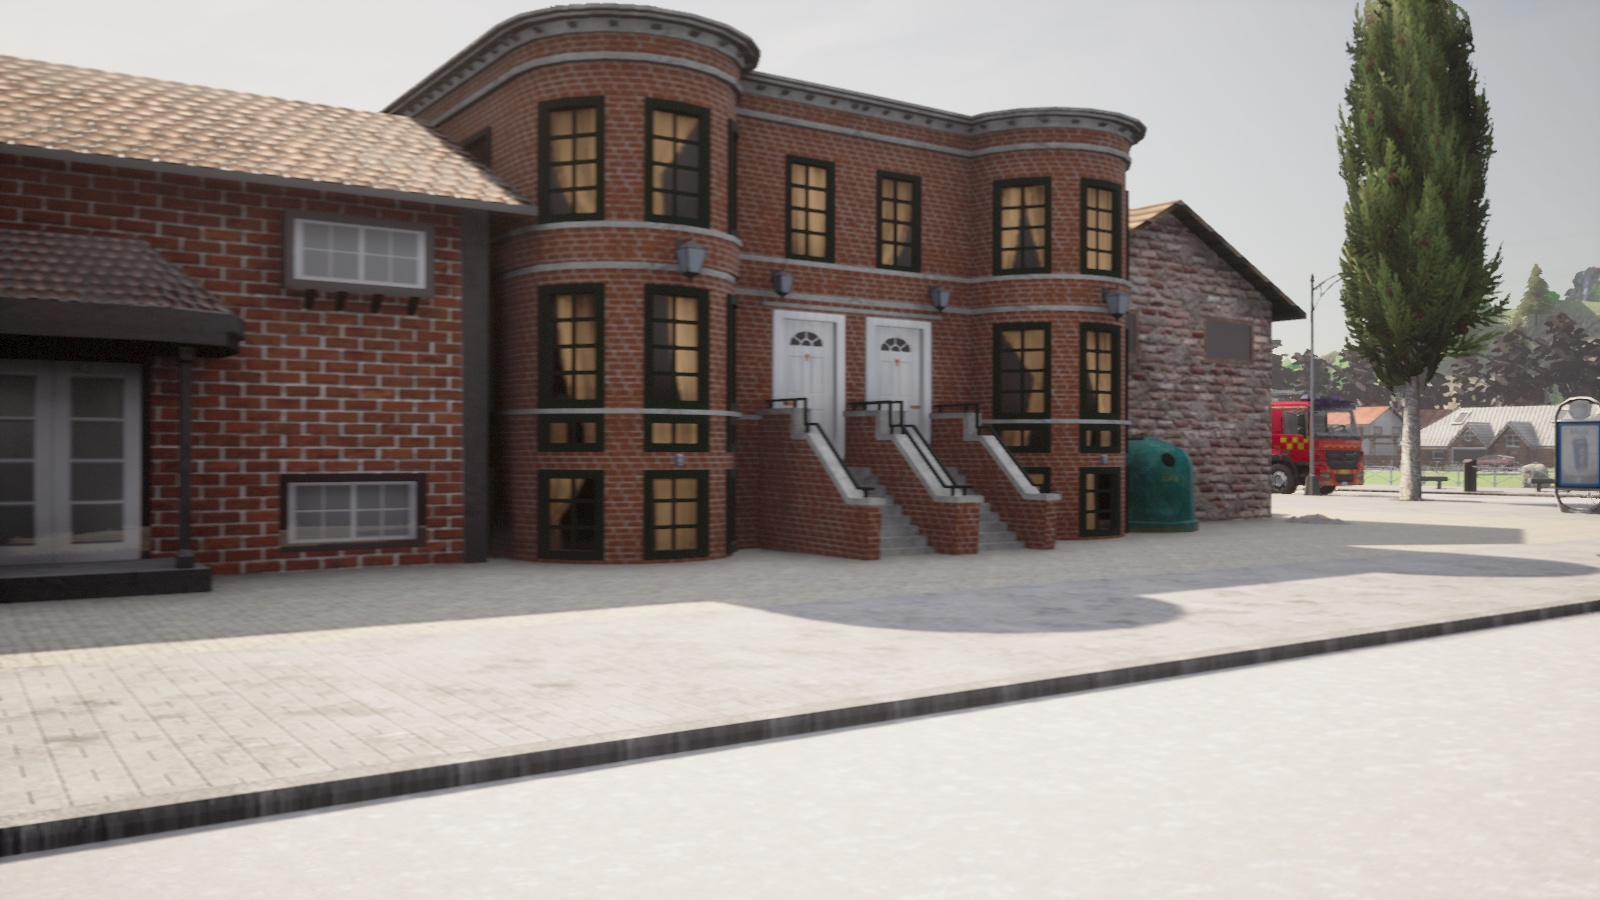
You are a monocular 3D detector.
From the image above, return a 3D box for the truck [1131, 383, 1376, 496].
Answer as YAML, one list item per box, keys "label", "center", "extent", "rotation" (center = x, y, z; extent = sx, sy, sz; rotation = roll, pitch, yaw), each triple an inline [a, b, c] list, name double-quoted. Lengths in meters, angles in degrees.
- label: "truck"
  center: [16.677, -0.340, 46.880]
  extent: [2.891, 3.827, 8.468]
  rotation: [0, 0, -35]

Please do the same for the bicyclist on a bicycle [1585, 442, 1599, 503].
- label: "bicyclist on a bicycle"
  center: [23.952, 0.654, 36.441]
  extent: [0.659, 1.776, 1.843]
  rotation: [0, 0, -35]
